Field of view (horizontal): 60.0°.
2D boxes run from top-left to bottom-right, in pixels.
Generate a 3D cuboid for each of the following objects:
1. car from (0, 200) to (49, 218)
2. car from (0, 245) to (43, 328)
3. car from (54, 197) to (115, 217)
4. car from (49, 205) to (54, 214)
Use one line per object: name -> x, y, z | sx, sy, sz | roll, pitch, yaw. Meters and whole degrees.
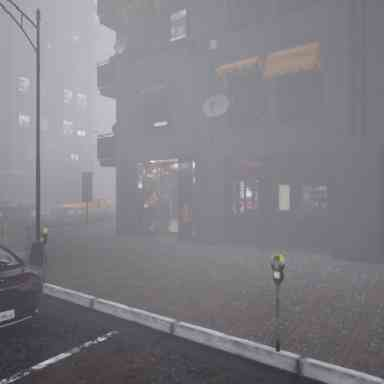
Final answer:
car -> -14.033, 1.350, 26.064 | 2.008, 1.369, 4.403 | 1, 1, 35
car -> -4.465, 1.551, 6.056 | 4.403, 1.369, 2.008 | 0, 0, 35
car -> -8.953, 1.205, 28.841 | 1.882, 1.535, 5.008 | 0, 1, 35
car -> -10.944, 1.250, 30.490 | 1.752, 1.417, 4.829 | 1, 1, 35
